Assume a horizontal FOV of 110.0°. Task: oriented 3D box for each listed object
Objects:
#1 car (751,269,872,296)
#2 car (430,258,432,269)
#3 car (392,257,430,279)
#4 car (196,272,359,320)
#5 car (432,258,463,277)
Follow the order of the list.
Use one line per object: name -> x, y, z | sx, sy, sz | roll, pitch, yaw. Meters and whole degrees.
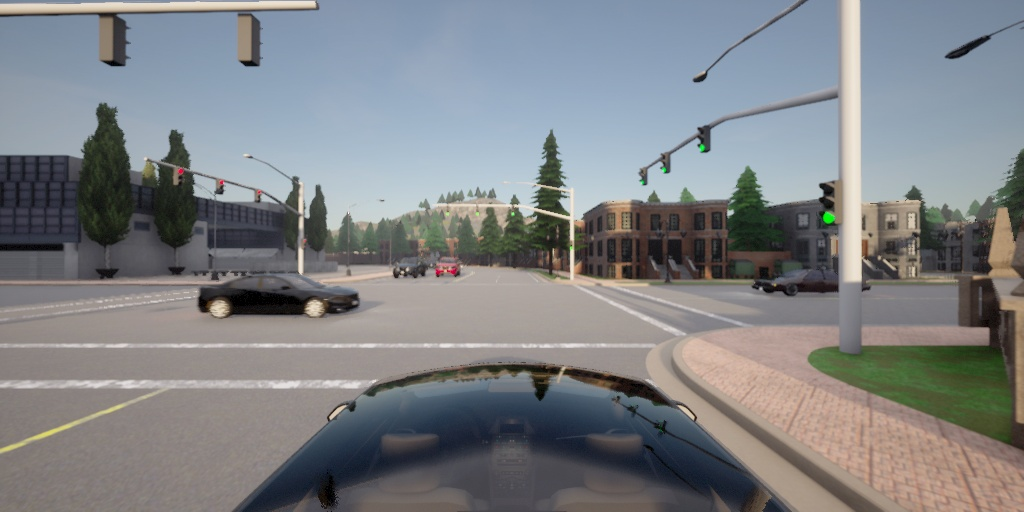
car -> 16.214, 1.403, 19.532 | 5.357, 1.411, 2.033 | 0, 0, 0
car -> -12.402, 1.290, 55.945 | 2.150, 2.045, 5.566 | 0, 0, -19
car -> -10.247, 1.170, 36.229 | 2.150, 2.045, 5.566 | 0, 0, -1
car -> -7.928, 1.339, 12.421 | 5.008, 1.535, 1.882 | 0, 0, 0
car -> -6.808, 1.188, 38.494 | 2.150, 2.045, 5.566 | 0, 0, -3
